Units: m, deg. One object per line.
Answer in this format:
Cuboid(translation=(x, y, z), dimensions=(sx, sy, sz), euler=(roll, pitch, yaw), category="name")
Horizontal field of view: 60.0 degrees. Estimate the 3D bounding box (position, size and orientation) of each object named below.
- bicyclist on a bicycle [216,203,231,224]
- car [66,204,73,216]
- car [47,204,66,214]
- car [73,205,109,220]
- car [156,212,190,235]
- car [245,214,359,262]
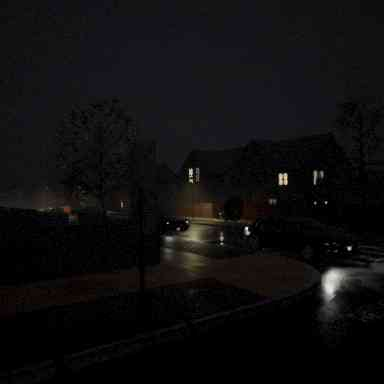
Cuboid(translation=(2.522, 1.659, 26.096), dimensions=(1.656, 1.620, 0.582), euler=(-1, 0, -35), category="bicyclist on a bicycle")
Cuboid(translation=(-15.461, 2.588, 46.352), dimensions=(2.033, 1.411, 5.357), euler=(-1, -1, -35), category="car")
Cuboid(translation=(-19.095, 2.724, 46.543), dimensions=(1.994, 1.385, 4.181), euler=(-1, -1, -35), category="car")
Cuboid(translation=(-10.065, 2.245, 33.701), dimensions=(1.882, 1.535, 5.008), euler=(-1, -1, -35), category="car")
Cuboid(translation=(-2.131, 2.044, 22.557), dimensions=(1.895, 1.301, 4.718), euler=(-1, -1, -35), category="car")
Cuboid(translation=(4.080, 1.687, 13.222), dimensions=(1.837, 1.490, 4.892), euler=(-1, -1, -29), category="car")
